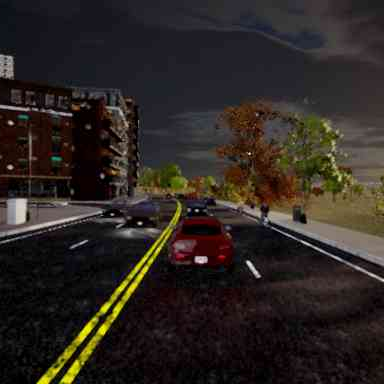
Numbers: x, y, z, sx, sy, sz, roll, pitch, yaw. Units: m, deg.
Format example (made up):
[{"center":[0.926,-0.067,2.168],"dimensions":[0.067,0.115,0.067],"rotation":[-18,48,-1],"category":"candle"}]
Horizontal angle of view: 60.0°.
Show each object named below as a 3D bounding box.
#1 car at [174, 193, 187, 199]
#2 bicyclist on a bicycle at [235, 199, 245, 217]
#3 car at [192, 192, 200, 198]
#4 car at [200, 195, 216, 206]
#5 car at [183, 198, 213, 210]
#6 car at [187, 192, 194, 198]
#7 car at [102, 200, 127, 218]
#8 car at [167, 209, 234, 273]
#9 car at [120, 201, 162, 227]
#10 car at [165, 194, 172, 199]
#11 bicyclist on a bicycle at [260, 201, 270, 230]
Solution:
[{"center":[-3.098,1.262,91.570],"dimensions":[1.837,1.490,4.892],"rotation":[1,0,-6],"category":"car"},{"center":[4.423,1.464,30.425],"dimensions":[0.866,1.612,1.509],"rotation":[1,0,-1],"category":"bicyclist on a bicycle"},{"center":[1.743,1.422,73.143],"dimensions":[2.128,1.511,4.902],"rotation":[1,0,-4],"category":"car"},{"center":[2.854,1.519,55.504],"dimensions":[1.994,1.385,4.181],"rotation":[1,0,-2],"category":"car"},{"center":[0.369,1.510,28.780],"dimensions":[2.033,1.411,5.357],"rotation":[1,0,0],"category":"car"},{"center":[0.139,1.037,91.909],"dimensions":[2.150,2.045,5.566],"rotation":[1,0,-6],"category":"car"},{"center":[-6.265,1.399,28.879],"dimensions":[2.033,1.411,5.357],"rotation":[1,0,0],"category":"car"},{"center":[0.275,1.516,10.581],"dimensions":[1.812,1.442,4.674],"rotation":[1,0,1],"category":"car"},{"center":[-3.049,1.464,22.245],"dimensions":[2.033,1.411,5.357],"rotation":[1,0,0],"category":"car"},{"center":[-6.671,1.211,94.561],"dimensions":[1.812,1.442,4.674],"rotation":[1,0,-6],"category":"car"},{"center":[4.429,1.416,20.444],"dimensions":[0.659,1.776,1.843],"rotation":[1,0,0],"category":"bicyclist on a bicycle"}]
